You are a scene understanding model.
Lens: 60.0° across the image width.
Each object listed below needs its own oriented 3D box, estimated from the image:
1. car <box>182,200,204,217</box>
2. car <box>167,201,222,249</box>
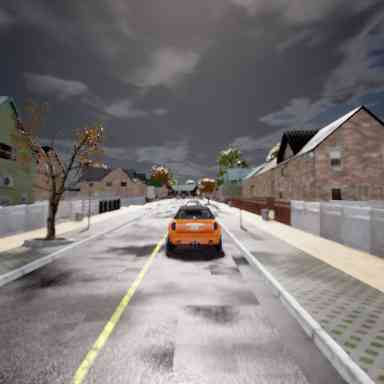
[{"bbox_3d":[0.097,1.597,32.663,2.033,1.411,5.357,0,0,0],"label":"car"},{"bbox_3d":[0.098,1.366,14.649,2.097,1.767,4.553,0,0,0],"label":"car"}]
